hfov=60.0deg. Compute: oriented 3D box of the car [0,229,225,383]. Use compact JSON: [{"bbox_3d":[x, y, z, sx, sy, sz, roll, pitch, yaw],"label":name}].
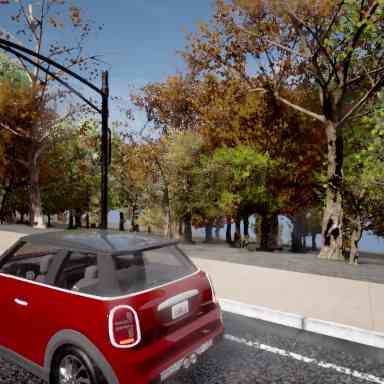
[{"bbox_3d":[-1.861,1.351,5.012,4.553,1.767,2.097,0,0,36],"label":"car"}]
